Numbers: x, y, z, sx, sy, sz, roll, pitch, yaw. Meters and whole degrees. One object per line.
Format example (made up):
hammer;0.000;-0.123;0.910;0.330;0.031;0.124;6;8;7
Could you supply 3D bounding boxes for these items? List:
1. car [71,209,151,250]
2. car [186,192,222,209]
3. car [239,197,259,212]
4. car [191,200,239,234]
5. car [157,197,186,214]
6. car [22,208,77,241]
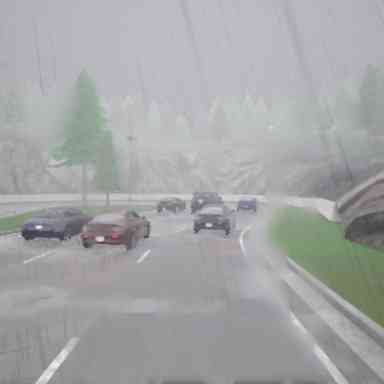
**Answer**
car;-2.974;1.421;13.717;1.812;1.442;4.674;0;0;5
car;1.503;0.982;31.816;2.150;2.045;5.566;0;0;16
car;5.791;1.220;34.202;1.882;1.535;5.008;0;0;15
car;1.318;1.388;18.135;1.812;1.442;4.674;0;0;13
car;-1.911;1.258;32.653;1.837;1.490;4.892;0;0;15
car;-6.179;1.442;16.011;1.994;1.385;4.181;0;0;8
